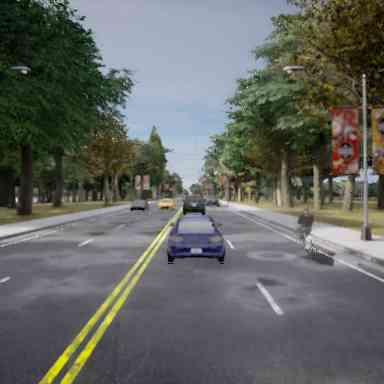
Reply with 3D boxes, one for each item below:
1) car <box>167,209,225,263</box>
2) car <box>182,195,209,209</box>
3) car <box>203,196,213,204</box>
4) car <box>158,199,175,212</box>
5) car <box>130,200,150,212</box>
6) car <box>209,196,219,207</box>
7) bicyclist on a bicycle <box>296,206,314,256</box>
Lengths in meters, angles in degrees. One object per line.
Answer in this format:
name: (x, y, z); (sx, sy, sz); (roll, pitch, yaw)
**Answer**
car: (0.137, 1.561, 11.999); (1.812, 1.442, 4.674); (0, 0, 0)
car: (0.196, 1.337, 33.069); (2.150, 2.045, 5.566); (0, 0, 0)
car: (3.494, 1.693, 73.644); (2.097, 1.767, 4.553); (0, 0, 0)
car: (-3.200, 1.633, 42.319); (1.882, 1.535, 5.008); (0, 0, 0)
car: (-6.454, 1.699, 41.699); (2.033, 1.411, 5.357); (0, 0, 0)
car: (3.542, 1.591, 58.081); (2.097, 1.767, 4.553); (0, 0, 0)
bicyclist on a bicycle: (4.181, 1.408, 12.390); (0.659, 1.776, 1.843); (0, 0, 0)
